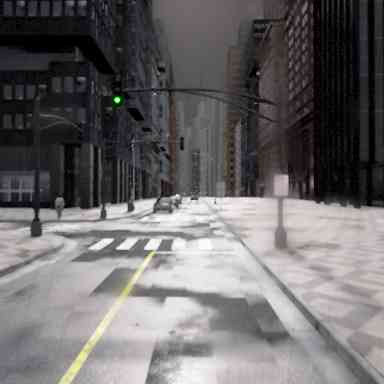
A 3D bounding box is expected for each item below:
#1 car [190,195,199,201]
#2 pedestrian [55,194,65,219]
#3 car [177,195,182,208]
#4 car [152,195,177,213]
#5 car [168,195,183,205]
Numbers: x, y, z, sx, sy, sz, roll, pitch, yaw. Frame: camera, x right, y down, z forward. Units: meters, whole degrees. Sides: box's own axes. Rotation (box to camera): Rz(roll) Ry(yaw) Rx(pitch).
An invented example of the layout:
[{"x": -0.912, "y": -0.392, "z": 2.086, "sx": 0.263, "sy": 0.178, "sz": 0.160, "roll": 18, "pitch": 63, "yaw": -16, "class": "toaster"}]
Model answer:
[{"x": 0.570, "y": 1.291, "z": 73.636, "sx": 1.895, "sy": 1.301, "sz": 4.718, "roll": 0, "pitch": 0, "yaw": 0, "class": "car"}, {"x": -9.821, "y": 1.047, "z": 24.631, "sx": 0.375, "sy": 1.860, "sz": 0.375, "roll": 0, "pitch": -1, "yaw": 1, "class": "pedestrian"}, {"x": -2.742, "y": 1.313, "z": 43.644, "sx": 1.994, "sy": 1.385, "sz": 4.181, "roll": 0, "pitch": 0, "yaw": 1, "class": "car"}, {"x": -2.842, "y": 1.296, "z": 33.688, "sx": 1.837, "sy": 1.490, "sz": 4.892, "roll": 0, "pitch": 0, "yaw": 1, "class": "car"}, {"x": -2.594, "y": 1.209, "z": 53.909, "sx": 2.128, "sy": 1.511, "sz": 4.902, "roll": 0, "pitch": 0, "yaw": 1, "class": "car"}]
